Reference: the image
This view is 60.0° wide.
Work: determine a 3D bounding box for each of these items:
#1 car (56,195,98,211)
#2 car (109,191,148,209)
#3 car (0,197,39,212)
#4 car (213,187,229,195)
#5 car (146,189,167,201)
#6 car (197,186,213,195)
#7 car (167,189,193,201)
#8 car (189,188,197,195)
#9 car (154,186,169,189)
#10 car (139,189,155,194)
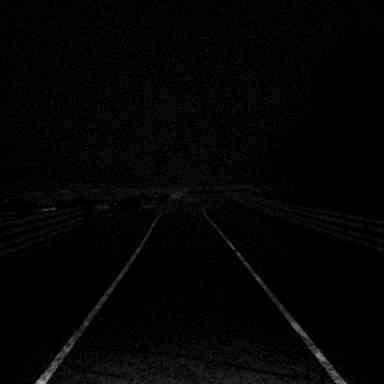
[{"bbox_3d":[-11.348,1.047,33.142,1.882,1.535,5.008,0,1,17],"label":"car"},{"bbox_3d":[-6.938,0.963,35.536,1.882,1.535,5.008,0,1,17],"label":"car"},{"bbox_3d":[-16.028,1.168,29.884,2.128,1.511,4.902,0,1,17],"label":"car"},{"bbox_3d":[7.083,-0.109,80.558,1.837,1.490,4.892,0,1,17],"label":"car"},{"bbox_3d":[-5.203,0.636,52.877,2.033,1.411,5.357,0,1,17],"label":"car"},{"bbox_3d":[3.751,-0.385,81.629,2.150,2.045,5.566,0,1,17],"label":"car"},{"bbox_3d":[-1.862,0.614,51.838,1.812,1.442,4.674,0,1,17],"label":"car"},{"bbox_3d":[0.386,-0.253,82.593,2.097,1.767,4.553,0,1,17],"label":"car"},{"bbox_3d":[-8.734,-0.453,88.624,2.150,2.045,5.566,0,1,17],"label":"car"},{"bbox_3d":[-12.065,-0.138,89.701,2.033,1.411,5.357,0,1,17],"label":"car"}]
